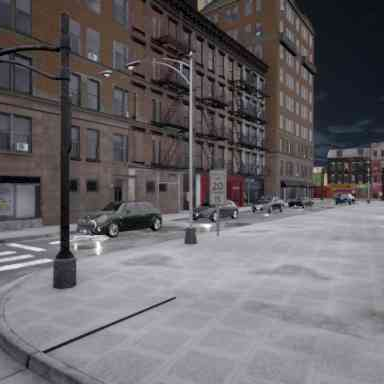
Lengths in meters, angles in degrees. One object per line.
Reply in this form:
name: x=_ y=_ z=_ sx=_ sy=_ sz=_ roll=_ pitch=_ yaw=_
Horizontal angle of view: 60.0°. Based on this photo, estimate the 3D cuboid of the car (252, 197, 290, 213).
car: x=7.575 y=1.236 z=32.835 sx=2.128 sy=1.511 sz=4.902 roll=0 pitch=0 yaw=36

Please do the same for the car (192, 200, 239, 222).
car: x=1.755 y=1.318 z=24.748 sx=1.837 sy=1.490 sz=4.892 roll=0 pitch=1 yaw=36

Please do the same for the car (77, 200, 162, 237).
car: x=-3.651 y=1.231 z=17.275 sx=2.097 sy=1.767 sz=4.553 roll=0 pitch=1 yaw=37

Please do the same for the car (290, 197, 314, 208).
car: x=13.447 y=1.281 z=40.935 sx=1.895 sy=1.301 sz=4.718 roll=0 pitch=0 yaw=36

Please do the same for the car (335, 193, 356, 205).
car: x=22.891 y=0.964 z=49.527 sx=2.097 sy=1.767 sz=4.553 roll=0 pitch=0 yaw=36
